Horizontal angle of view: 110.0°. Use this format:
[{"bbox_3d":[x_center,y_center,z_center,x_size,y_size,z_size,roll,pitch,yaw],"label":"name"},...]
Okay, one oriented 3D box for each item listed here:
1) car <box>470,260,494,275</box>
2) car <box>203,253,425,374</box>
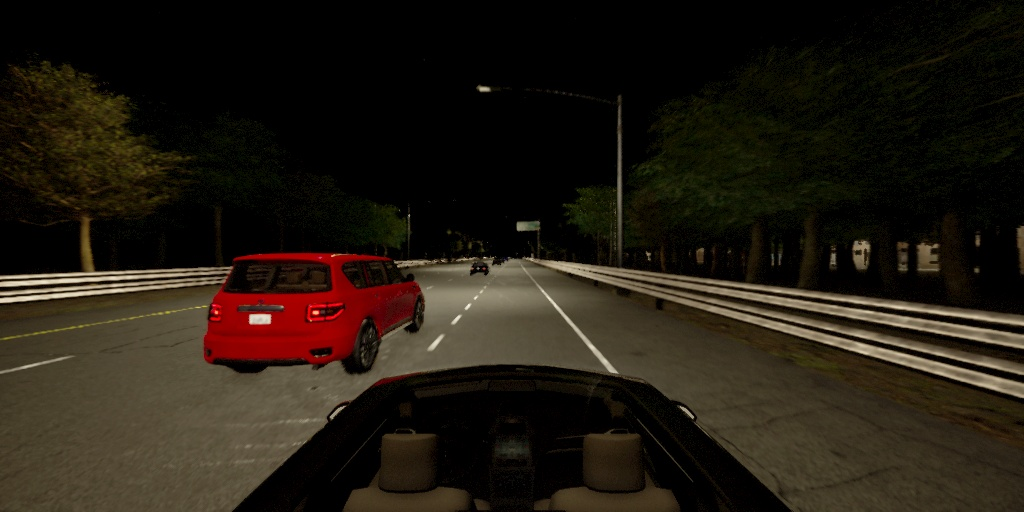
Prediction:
[{"bbox_3d":[-3.427,1.329,38.766,2.033,1.411,5.357,0,0,0],"label":"car"},{"bbox_3d":[-3.499,0.973,7.668,2.150,2.045,5.566,0,0,0],"label":"car"}]
